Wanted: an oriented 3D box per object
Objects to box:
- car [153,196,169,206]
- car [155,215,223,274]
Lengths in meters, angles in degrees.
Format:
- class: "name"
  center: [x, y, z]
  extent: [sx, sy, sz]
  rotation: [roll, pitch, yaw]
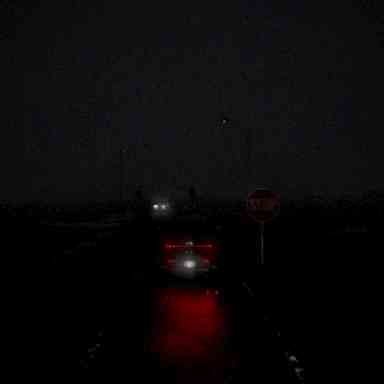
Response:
- class: "car"
  center: [-5.420, 1.592, 56.635]
  extent: [1.994, 1.385, 4.181]
  rotation: [0, 0, -2]
- class: "car"
  center: [-0.099, 1.504, 10.577]
  extent: [1.837, 1.490, 4.892]
  rotation: [0, 0, -1]
